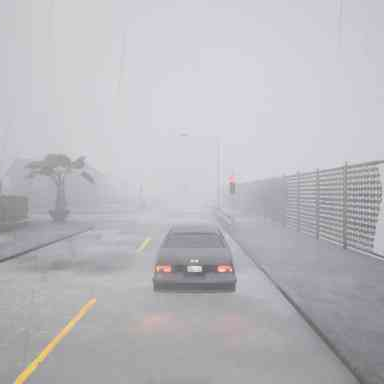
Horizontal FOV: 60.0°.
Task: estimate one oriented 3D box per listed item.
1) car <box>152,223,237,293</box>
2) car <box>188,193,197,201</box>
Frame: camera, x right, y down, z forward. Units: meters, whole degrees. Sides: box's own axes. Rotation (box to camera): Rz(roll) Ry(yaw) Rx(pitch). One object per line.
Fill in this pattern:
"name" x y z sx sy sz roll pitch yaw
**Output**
"car" 0.072 1.547 8.996 2.033 1.411 5.357 0 0 1
"car" 0.082 1.225 87.099 2.150 2.045 5.566 0 0 0
